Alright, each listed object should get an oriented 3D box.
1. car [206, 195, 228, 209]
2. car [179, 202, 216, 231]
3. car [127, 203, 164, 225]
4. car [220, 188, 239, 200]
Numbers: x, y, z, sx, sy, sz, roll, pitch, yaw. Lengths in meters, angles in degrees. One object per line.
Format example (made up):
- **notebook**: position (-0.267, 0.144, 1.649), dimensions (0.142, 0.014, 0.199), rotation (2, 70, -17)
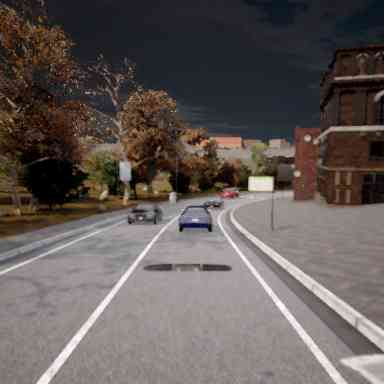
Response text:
- **car**: position (2.864, 1.370, 40.939), dimensions (1.895, 1.301, 4.718), rotation (1, 1, 13)
- **car**: position (0.270, 1.532, 20.529), dimensions (1.994, 1.385, 4.181), rotation (0, 0, 2)
- **car**: position (-3.233, 1.506, 23.695), dimensions (1.994, 1.385, 4.181), rotation (0, 0, 4)
- **car**: position (7.217, 0.271, 63.207), dimensions (2.150, 2.045, 5.566), rotation (3, 3, 27)
